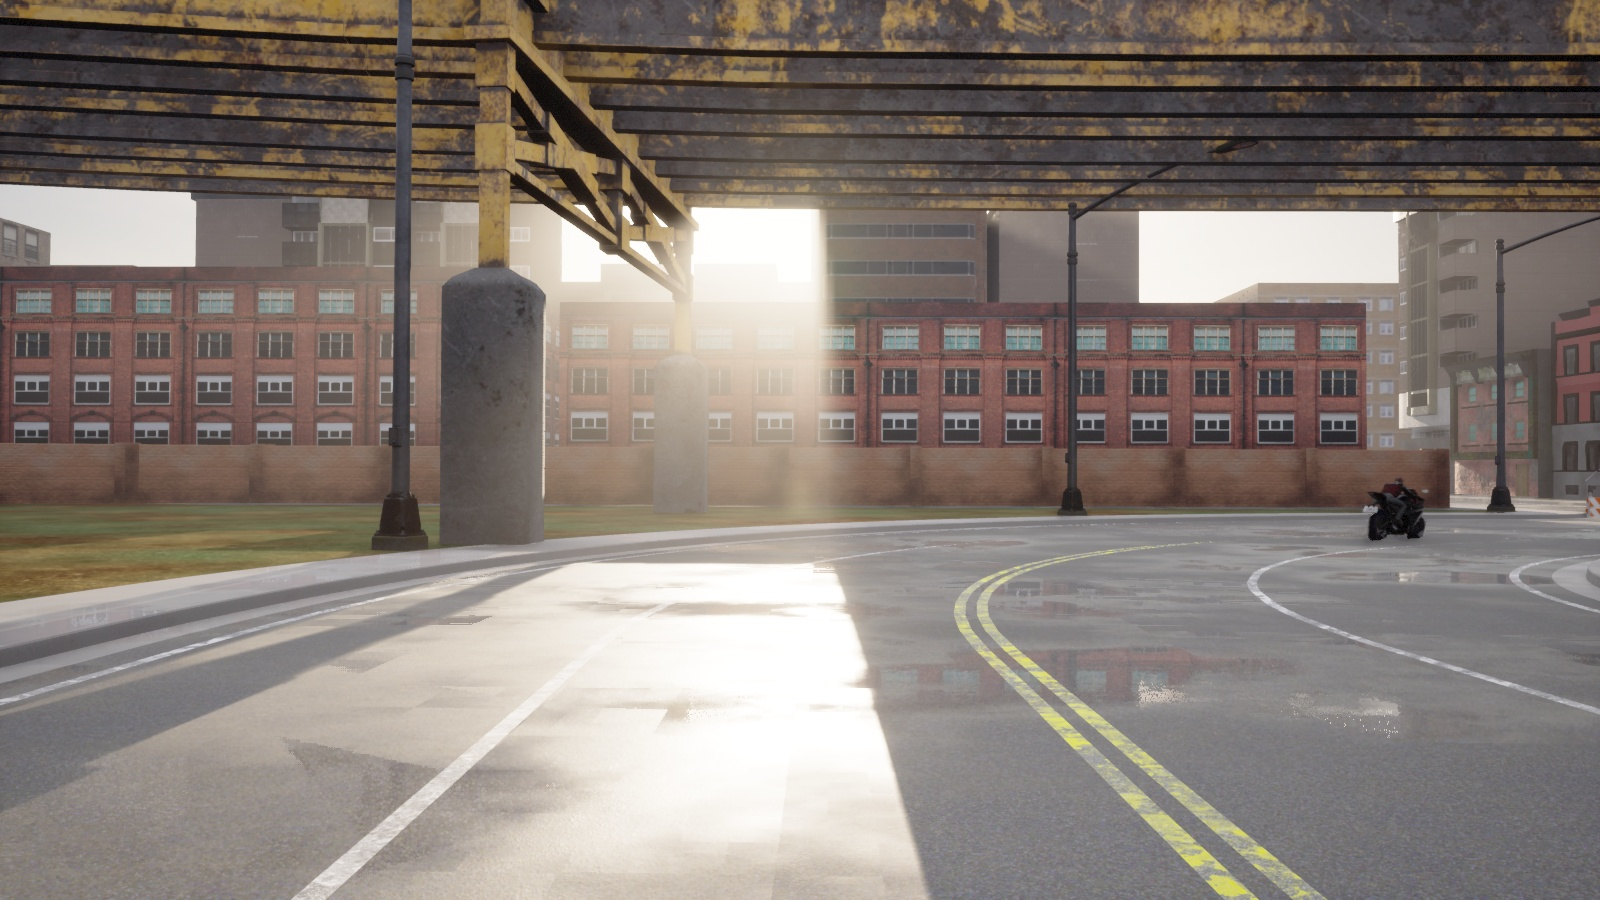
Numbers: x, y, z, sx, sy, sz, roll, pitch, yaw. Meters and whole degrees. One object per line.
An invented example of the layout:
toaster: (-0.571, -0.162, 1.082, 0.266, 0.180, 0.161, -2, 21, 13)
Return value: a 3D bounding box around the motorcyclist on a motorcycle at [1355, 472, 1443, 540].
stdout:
motorcyclist on a motorcycle: (14.130, 1.289, 29.608, 2.191, 1.530, 0.866, 0, -1, -34)
